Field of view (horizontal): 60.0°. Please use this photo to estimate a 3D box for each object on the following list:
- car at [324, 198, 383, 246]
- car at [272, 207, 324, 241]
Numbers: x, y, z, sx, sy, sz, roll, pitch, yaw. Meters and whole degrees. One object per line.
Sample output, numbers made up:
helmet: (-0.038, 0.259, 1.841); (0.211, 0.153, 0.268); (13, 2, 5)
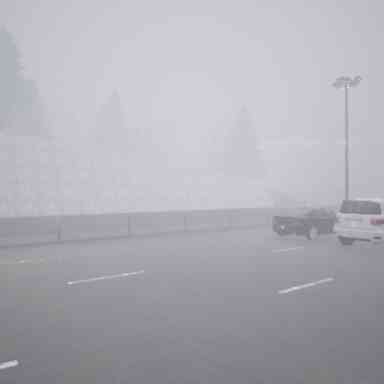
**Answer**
car: (8.279, 1.255, 14.073); (5.566, 2.045, 2.150); (0, 0, -35)
car: (6.222, 1.482, 16.905); (5.008, 1.535, 1.882); (0, 0, -35)
